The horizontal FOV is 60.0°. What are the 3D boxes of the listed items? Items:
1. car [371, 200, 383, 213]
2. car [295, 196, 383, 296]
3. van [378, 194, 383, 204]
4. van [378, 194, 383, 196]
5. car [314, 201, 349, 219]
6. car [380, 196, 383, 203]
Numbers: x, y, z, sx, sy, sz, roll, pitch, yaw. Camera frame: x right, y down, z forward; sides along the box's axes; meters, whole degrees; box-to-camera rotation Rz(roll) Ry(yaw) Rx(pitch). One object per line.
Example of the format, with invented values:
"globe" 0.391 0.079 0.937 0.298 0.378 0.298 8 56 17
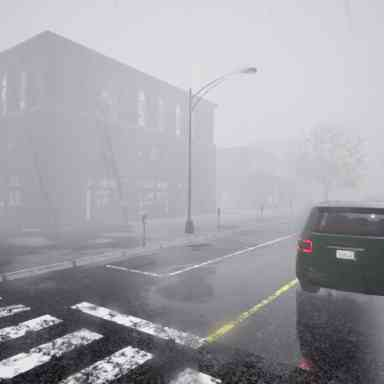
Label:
"car" 22.132 1.613 38.632 1.895 1.301 4.718 0 0 35
"car" 4.312 1.224 8.193 2.150 2.045 5.566 0 0 35
"van" 38.098 1.353 65.887 1.690 1.788 3.998 1 1 35
"van" 28.507 1.354 52.304 1.690 1.788 3.998 1 1 35
"car" 12.518 1.575 29.665 1.947 1.339 4.313 1 0 35
"car" 41.293 1.561 70.418 2.008 1.369 4.403 1 1 35
